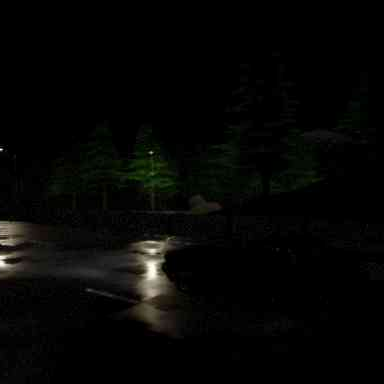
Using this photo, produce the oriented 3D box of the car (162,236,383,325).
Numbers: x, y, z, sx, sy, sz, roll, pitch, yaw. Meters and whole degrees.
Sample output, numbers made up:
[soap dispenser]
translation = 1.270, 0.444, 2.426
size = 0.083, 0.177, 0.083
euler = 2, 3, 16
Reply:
[car]
translation = 1.636, 1.610, 7.124
size = 4.718, 1.301, 1.895
euler = 0, 0, 35
